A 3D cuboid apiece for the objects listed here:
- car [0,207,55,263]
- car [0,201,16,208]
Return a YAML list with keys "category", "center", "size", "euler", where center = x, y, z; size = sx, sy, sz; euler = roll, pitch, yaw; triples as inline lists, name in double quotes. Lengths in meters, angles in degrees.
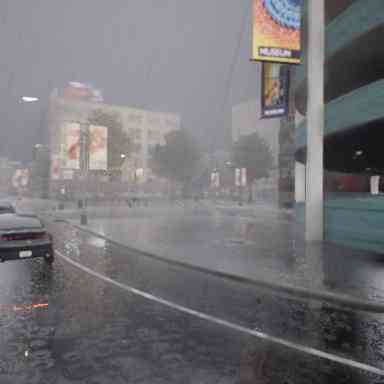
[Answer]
- category: "car"
  center: [-6.037, 1.491, 11.308]
  size: [1.837, 1.490, 4.892]
  euler: [0, 0, -35]
- category: "car"
  center: [-13.998, 1.459, 24.246]
  size: [1.837, 1.490, 4.892]
  euler: [1, -1, -31]
